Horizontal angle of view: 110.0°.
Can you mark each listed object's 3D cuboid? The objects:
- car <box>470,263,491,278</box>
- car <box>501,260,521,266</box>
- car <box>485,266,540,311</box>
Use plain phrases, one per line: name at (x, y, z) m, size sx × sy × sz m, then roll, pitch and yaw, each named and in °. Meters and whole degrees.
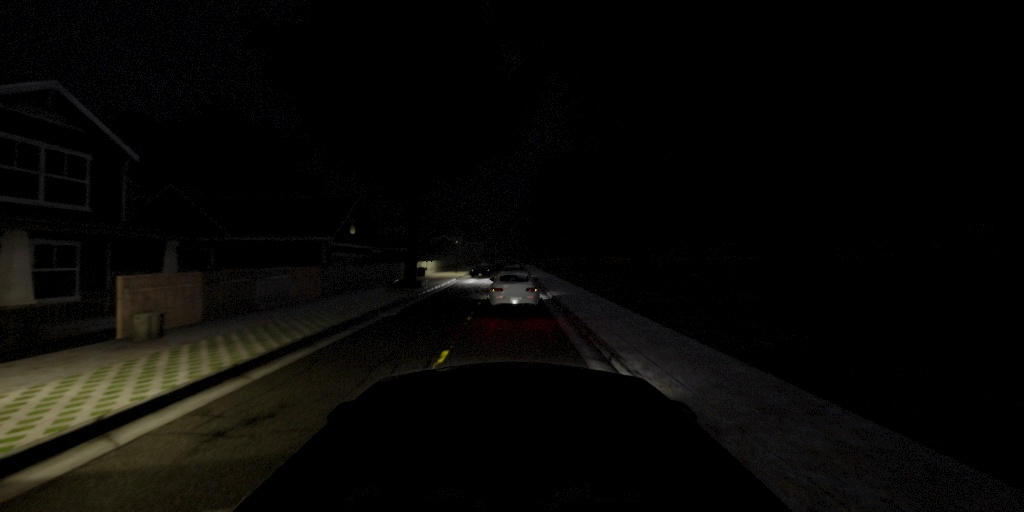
car at (-2.858, 1.370, 34.461) m, size 1.895 × 1.301 × 4.718 m, roll 0°, pitch 0°, yaw 0°
car at (0.087, 1.291, 29.627) m, size 1.812 × 1.442 × 4.674 m, roll 0°, pitch 0°, yaw 0°
car at (0.091, 1.282, 14.248) m, size 1.812 × 1.442 × 4.674 m, roll 0°, pitch 0°, yaw 0°
